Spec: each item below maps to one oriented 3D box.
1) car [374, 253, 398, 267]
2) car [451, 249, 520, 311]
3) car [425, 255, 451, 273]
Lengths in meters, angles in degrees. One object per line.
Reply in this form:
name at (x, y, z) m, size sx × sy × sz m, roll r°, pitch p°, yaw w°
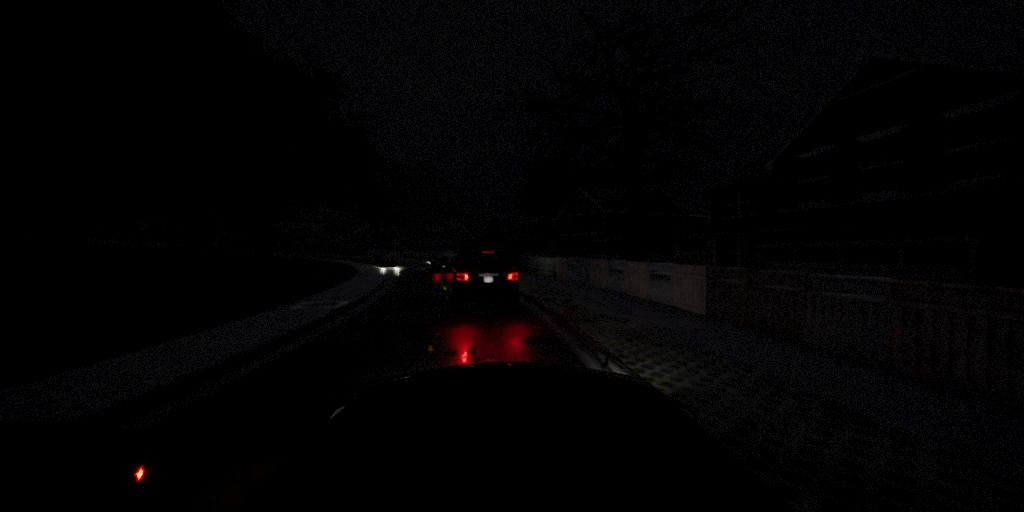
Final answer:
car at (-14.578, 0.381, 41.491) m, size 1.882 × 1.535 × 5.008 m, roll 0°, pitch 1°, yaw -31°
car at (-1.118, 0.765, 13.608) m, size 2.150 × 2.045 × 5.566 m, roll 0°, pitch 1°, yaw -9°
car at (-6.684, 0.640, 32.501) m, size 2.128 × 1.511 × 4.902 m, roll 0°, pitch 1°, yaw -22°
